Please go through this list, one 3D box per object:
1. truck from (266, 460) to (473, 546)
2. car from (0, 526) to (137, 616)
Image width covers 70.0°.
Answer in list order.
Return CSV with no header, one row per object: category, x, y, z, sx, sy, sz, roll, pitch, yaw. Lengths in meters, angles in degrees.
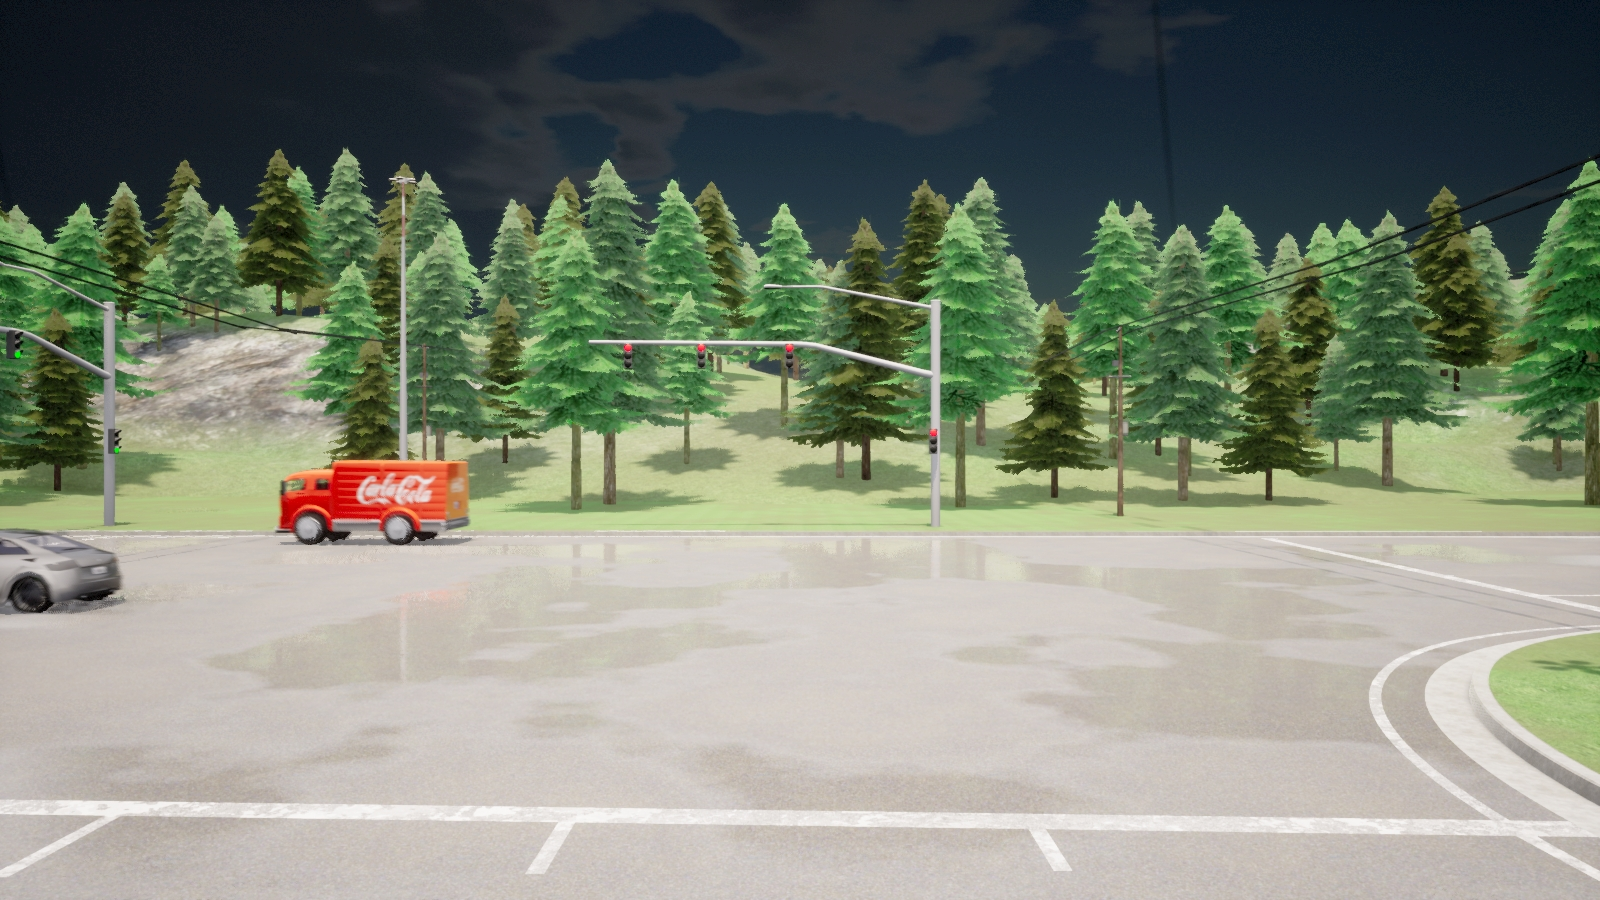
truck,-12.817,1.545,34.316,5.204,2.467,2.627,0,0,0
car,-14.463,2.105,20.327,4.181,1.385,1.994,0,0,0
